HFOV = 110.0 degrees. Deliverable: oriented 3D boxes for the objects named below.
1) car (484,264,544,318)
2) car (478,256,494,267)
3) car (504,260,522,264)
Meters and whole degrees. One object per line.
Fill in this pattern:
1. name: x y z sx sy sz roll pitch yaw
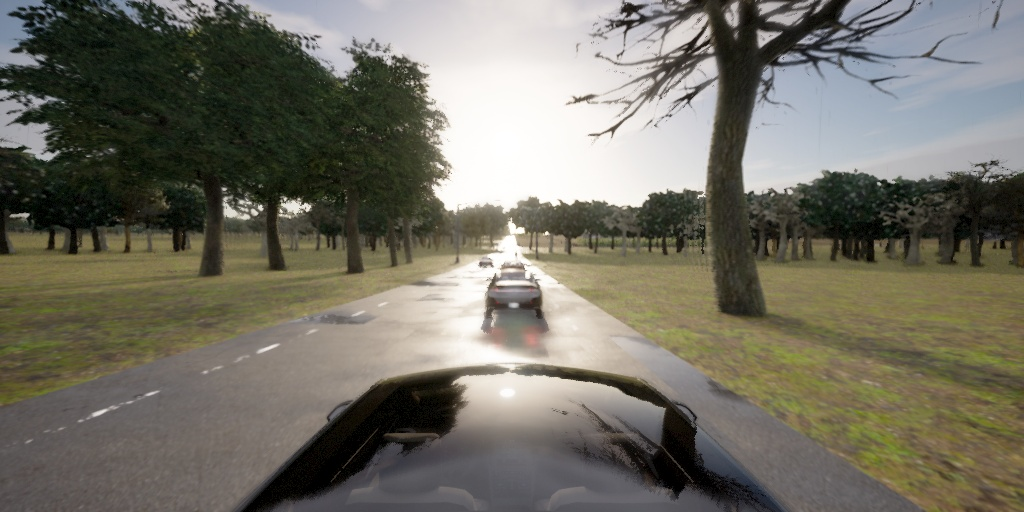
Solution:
1. car: 0.075 1.213 12.857 2.128 1.511 4.902 0 0 0
2. car: -3.572 0.782 49.819 1.812 1.442 4.674 0 1 0
3. car: 0.082 1.038 29.280 1.882 1.535 5.008 0 1 0
